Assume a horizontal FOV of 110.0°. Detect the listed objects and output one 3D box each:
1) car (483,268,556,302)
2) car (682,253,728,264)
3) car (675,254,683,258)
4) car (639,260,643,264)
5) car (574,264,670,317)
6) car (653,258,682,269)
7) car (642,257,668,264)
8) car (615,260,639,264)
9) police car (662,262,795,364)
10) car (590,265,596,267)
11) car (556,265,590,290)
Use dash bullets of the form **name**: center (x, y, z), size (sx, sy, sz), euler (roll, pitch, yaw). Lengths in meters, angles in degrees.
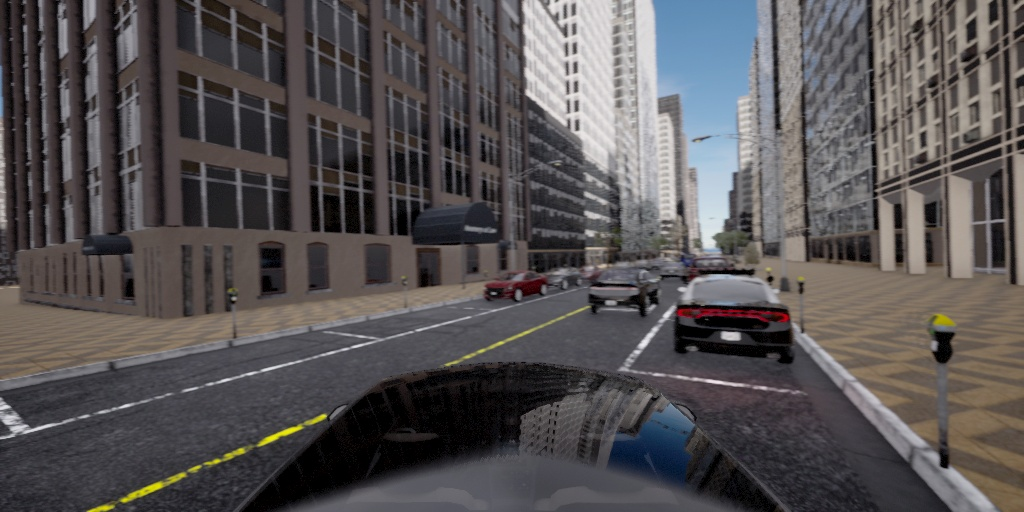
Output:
- **car**: center (0.316, 1.405, 17.915), size (1.888, 1.381, 4.507), euler (0, 0, 30)
- **car**: center (10.408, 0.914, 18.695), size (2.192, 1.841, 5.009), euler (0, 0, 30)
- **car**: center (22.051, 0.701, 44.557), size (2.150, 2.045, 5.566), euler (-2, 0, 30)
- **car**: center (17.225, 1.180, 47.528), size (2.007, 1.370, 4.403), euler (0, 0, 30)
- **car**: center (4.254, 1.212, 13.180), size (2.128, 1.511, 4.902), euler (-2, -1, 30)
- **car**: center (12.801, 1.152, 28.142), size (2.033, 1.411, 5.357), euler (-2, -1, 30)
- **car**: center (16.834, 1.160, 41.521), size (1.994, 1.385, 4.181), euler (-2, -1, 30)
- **car**: center (11.589, 1.257, 37.658), size (2.007, 1.370, 4.403), euler (0, 0, 30)
- **police car**: center (4.867, 1.093, 8.138), size (1.930, 1.638, 5.238), euler (-2, 0, 30)
- **car**: center (5.952, 1.365, 27.787), size (1.802, 1.307, 4.207), euler (0, 0, 30)
- **car**: center (3.133, 1.372, 22.851), size (2.007, 1.370, 4.403), euler (0, 0, 30)
